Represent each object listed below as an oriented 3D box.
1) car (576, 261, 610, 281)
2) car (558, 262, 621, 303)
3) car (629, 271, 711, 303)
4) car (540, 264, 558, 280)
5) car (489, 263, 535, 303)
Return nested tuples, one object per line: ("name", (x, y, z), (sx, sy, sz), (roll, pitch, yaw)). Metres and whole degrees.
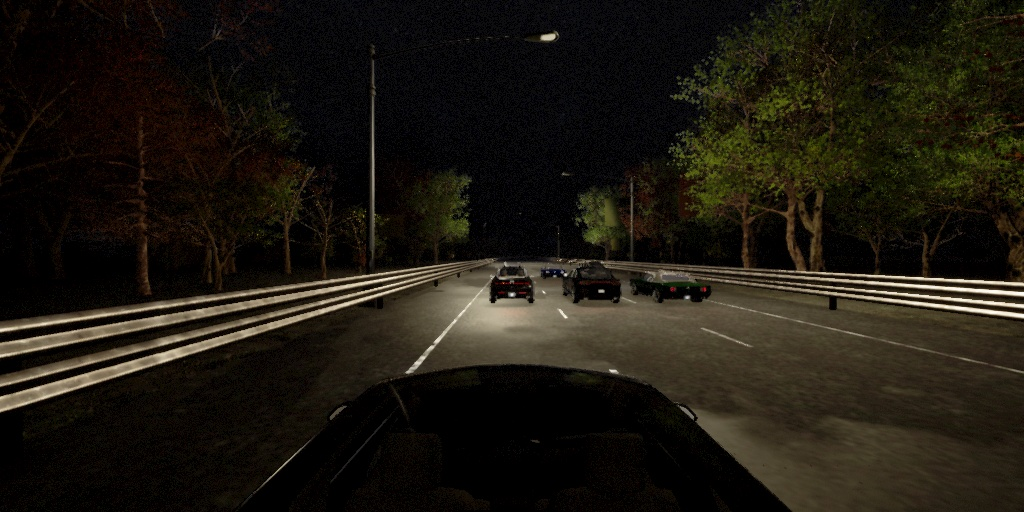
("car", (7.000, 1.257, 31.500), (1.837, 1.490, 4.892), (0, 0, 0))
("car", (3.500, 1.231, 16.500), (1.882, 1.535, 5.008), (0, 0, 0))
("car", (7.000, 1.363, 16.530), (1.895, 1.301, 4.718), (0, 0, 0))
("car", (3.500, 1.357, 31.530), (1.895, 1.301, 4.718), (0, 0, 0))
("car", (0.000, 1.263, 16.500), (1.837, 1.490, 4.892), (0, 0, 0))
